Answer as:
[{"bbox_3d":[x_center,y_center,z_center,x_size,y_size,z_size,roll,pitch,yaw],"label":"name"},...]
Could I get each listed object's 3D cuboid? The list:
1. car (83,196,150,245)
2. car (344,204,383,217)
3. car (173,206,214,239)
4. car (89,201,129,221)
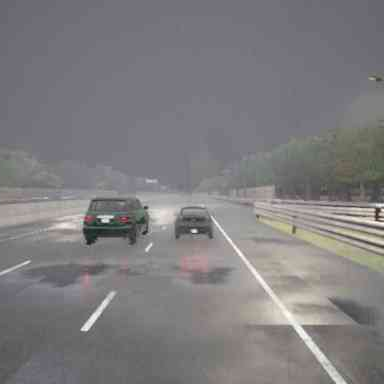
[{"bbox_3d":[-3.386,1.221,15.786,2.150,2.045,5.566,0,0,0],"label":"car"},{"bbox_3d":[14.060,1.663,25.909,1.812,1.442,4.674,0,-1,-23],"label":"car"},{"bbox_3d":[0.103,1.506,17.400,1.837,1.490,4.892,0,0,0],"label":"car"},{"bbox_3d":[-6.897,1.564,28.307,2.033,1.411,5.357,0,0,0],"label":"car"}]
